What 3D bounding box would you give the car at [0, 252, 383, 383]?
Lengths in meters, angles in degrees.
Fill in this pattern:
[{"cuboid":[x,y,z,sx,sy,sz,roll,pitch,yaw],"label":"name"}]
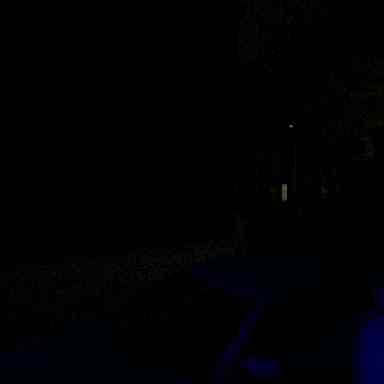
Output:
[{"cuboid":[0.489,1.478,3.383,5.008,1.535,1.882,-1,0,-35],"label":"car"}]
